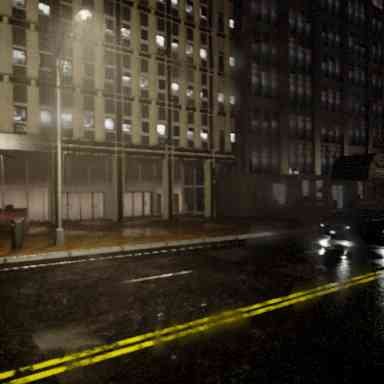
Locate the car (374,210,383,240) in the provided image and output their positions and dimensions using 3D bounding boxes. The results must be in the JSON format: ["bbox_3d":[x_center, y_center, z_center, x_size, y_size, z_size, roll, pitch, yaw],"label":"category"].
[{"bbox_3d":[10.907,1.639,15.378,5.357,1.411,2.033,0,0,-35],"label":"car"}]

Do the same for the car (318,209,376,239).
[{"bbox_3d":[9.208,1.640,18.156,5.357,1.411,2.033,0,0,-35],"label":"car"}]
